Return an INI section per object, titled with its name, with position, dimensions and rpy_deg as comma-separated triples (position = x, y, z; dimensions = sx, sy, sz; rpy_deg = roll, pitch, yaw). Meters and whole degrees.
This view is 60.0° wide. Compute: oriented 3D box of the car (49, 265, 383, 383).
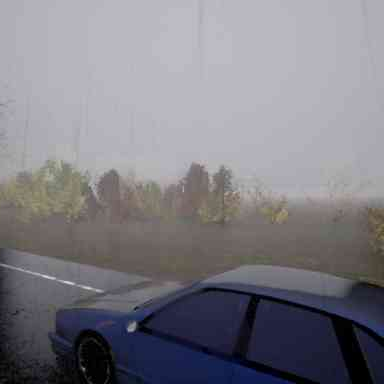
[car]
position = 0.765, 1.548, 3.461
dimensions = 5.357, 1.411, 2.033
rpy_deg = 0, 0, 36
